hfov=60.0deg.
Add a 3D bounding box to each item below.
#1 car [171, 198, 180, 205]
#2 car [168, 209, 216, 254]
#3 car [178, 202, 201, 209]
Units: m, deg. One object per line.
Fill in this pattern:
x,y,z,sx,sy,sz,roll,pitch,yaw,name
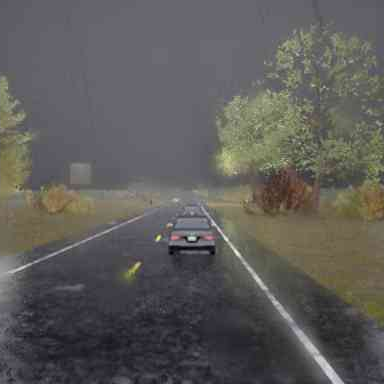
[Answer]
-3.499,2.072,71.780,1.812,1.442,4.674,0,0,0,car
0.001,1.672,13.990,2.033,1.411,5.357,0,0,0,car
0.001,1.797,28.990,2.033,1.411,5.357,0,0,0,car
